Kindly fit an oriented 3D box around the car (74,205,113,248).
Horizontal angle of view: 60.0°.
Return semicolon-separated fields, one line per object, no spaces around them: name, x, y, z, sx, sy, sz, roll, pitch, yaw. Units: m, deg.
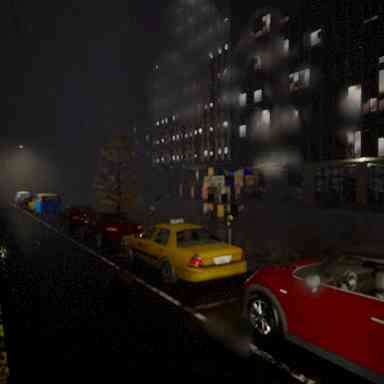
car;-3.363;1.422;13.724;1.802;1.307;4.206;-1;1;-32

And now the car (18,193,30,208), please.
car;-17.882;1.173;37.234;1.947;1.339;4.313;-1;1;-32

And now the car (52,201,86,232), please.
car;-6.267;1.374;18.425;1.802;1.307;4.206;-1;1;-32

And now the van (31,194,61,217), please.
van;-12.076;1.039;27.826;1.690;1.788;3.998;-1;1;-32

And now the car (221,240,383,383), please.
car;2.444;1.378;4.317;1.967;1.590;4.097;-1;1;-32

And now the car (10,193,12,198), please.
car;-26.683;1.002;51.483;1.752;1.417;4.829;-1;1;-32

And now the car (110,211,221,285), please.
car;-0.549;1.413;9.165;1.752;1.417;4.829;-1;1;-32

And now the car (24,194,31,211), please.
car;-15.067;1.176;32.675;1.752;1.417;4.829;-1;1;-32

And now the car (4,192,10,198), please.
car;-44.016;0.776;79.553;1.887;1.381;4.507;-1;1;-32

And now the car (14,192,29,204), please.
car;-20.787;1.004;41.934;1.967;1.590;4.097;-1;1;-32
